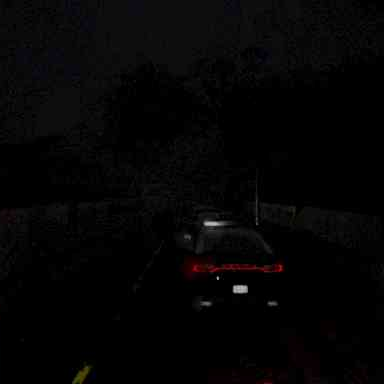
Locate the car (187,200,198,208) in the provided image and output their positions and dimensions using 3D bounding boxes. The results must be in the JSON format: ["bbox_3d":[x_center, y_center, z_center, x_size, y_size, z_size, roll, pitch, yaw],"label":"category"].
[{"bbox_3d":[0.097,2.095,58.553,1.994,1.385,4.181,0,-1,0],"label":"car"}]

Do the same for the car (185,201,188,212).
[{"bbox_3d":[0.090,1.947,45.002,1.994,1.385,4.181,0,-1,2],"label":"car"}]

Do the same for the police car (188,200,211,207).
[{"bbox_3d":[0.864,1.605,24.313,1.930,1.638,5.238,0,0,0],"label":"police car"}]

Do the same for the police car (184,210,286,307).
[{"bbox_3d":[0.838,1.484,8.305,1.930,1.638,5.238,0,0,0],"label":"police car"}]

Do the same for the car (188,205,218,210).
[{"bbox_3d":[0.854,1.657,18.199,1.812,1.442,4.674,0,0,0],"label":"car"}]
